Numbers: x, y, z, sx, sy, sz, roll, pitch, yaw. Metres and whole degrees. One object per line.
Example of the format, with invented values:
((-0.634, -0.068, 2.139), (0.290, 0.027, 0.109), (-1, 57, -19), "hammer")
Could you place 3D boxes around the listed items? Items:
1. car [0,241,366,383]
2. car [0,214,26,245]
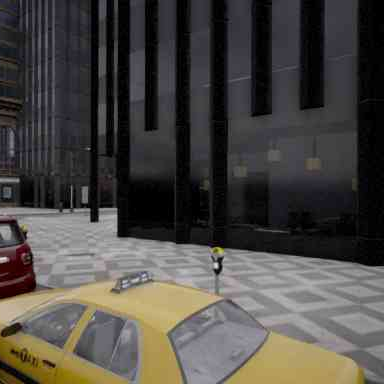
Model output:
((-0.814, 1.525, 3.531), (4.829, 1.417, 1.752), (0, 0, 35), "car")
((-5.109, 1.314, 6.560), (5.009, 1.841, 2.192), (0, 0, 35), "car")
